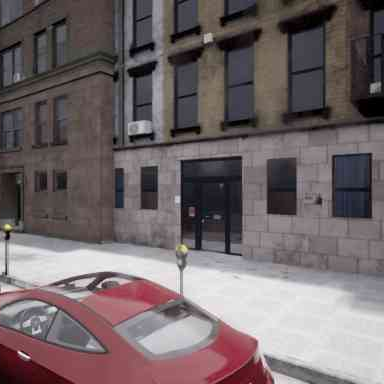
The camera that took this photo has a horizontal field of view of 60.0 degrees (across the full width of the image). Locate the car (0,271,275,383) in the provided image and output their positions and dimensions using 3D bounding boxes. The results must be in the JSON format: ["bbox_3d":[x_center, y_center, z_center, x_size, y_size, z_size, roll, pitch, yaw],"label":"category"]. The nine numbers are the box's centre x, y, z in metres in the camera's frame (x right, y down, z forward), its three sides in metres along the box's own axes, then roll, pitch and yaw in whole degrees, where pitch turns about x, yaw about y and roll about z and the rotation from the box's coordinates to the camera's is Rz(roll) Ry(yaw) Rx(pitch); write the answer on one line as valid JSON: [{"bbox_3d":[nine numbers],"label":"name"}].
[{"bbox_3d":[-1.213,1.582,3.684,4.206,1.307,1.802,0,0,36],"label":"car"}]
